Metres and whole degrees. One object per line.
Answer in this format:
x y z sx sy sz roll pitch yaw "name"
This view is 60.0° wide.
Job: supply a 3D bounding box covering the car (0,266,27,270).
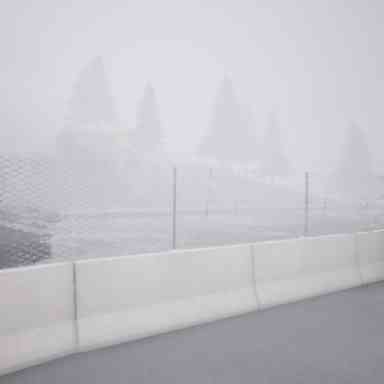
-5.980 1.419 8.257 4.674 1.442 1.812 0 0 -36 "car"
